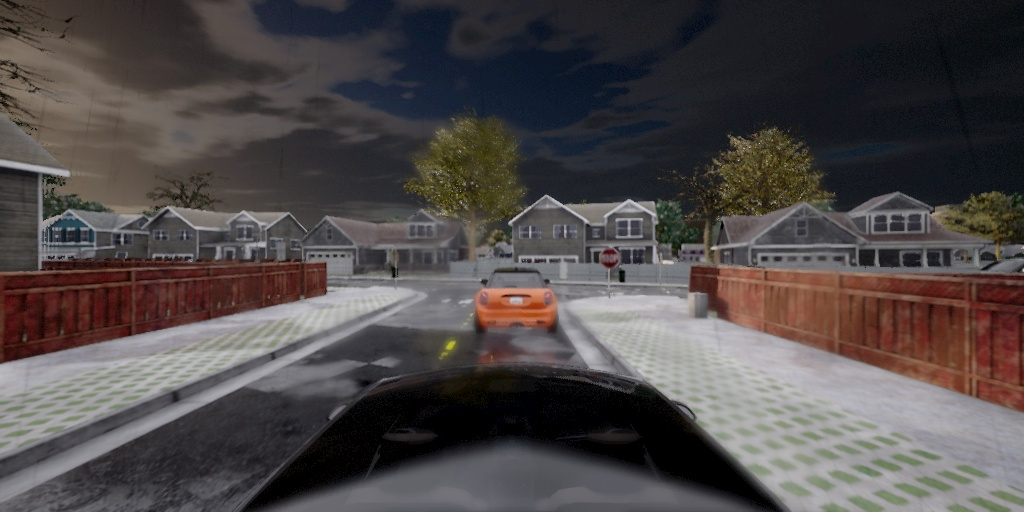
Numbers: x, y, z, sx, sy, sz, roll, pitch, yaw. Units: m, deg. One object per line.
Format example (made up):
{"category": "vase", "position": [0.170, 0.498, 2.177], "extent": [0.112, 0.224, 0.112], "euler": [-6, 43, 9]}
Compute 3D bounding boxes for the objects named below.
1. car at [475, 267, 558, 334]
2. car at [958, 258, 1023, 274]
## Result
{"category": "car", "position": [0.112, 1.102, 10.792], "extent": [2.097, 1.767, 4.553], "euler": [0, 0, 0]}
{"category": "car", "position": [23.632, 1.113, 16.449], "extent": [5.566, 2.045, 2.150], "euler": [0, 0, 20]}
